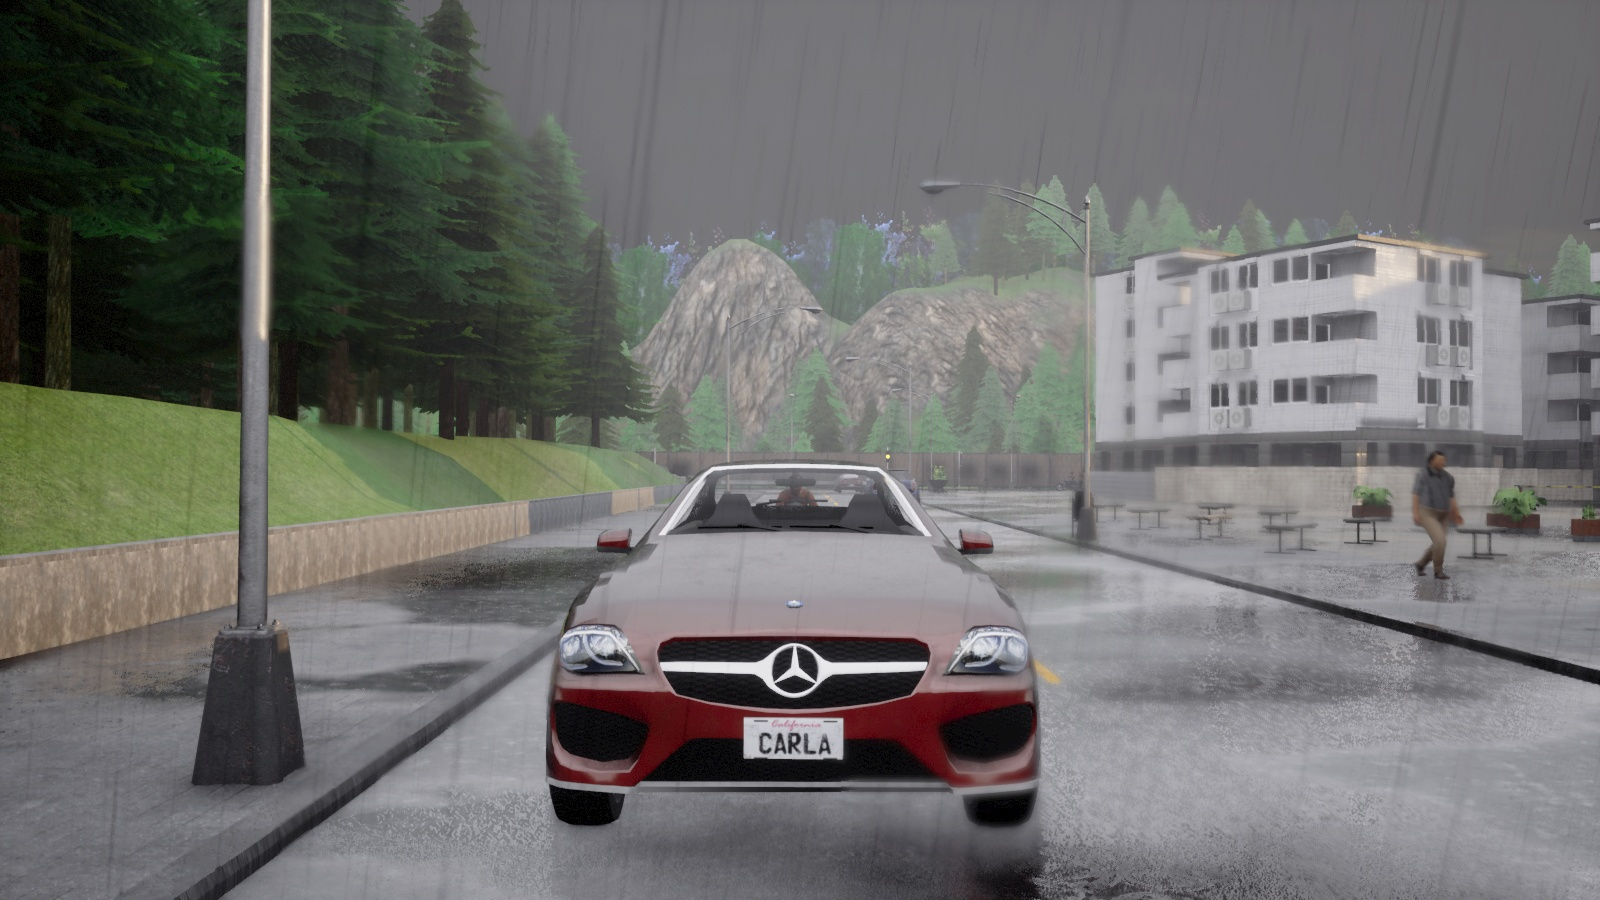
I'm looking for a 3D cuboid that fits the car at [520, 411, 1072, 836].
[{"bbox_3d":[-0.022,0.718,7.419,2.152,1.651,5.027,0,-1,0],"label":"car"}]

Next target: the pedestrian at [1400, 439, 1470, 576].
[{"bbox_3d":[8.726,0.779,17.276,0.540,1.848,0.694,0,-1,-10],"label":"pedestrian"}]

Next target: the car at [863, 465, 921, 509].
[{"bbox_3d":[3.848,1.549,53.189,2.097,1.767,4.553,0,-1,0],"label":"car"}]
